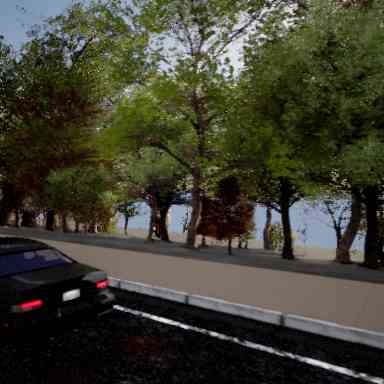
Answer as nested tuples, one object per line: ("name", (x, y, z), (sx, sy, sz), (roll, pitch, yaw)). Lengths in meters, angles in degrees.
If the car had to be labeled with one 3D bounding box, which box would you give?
("car", (-3.846, 1.611, 6.425), (5.357, 1.411, 2.033), (-1, 0, 35))
